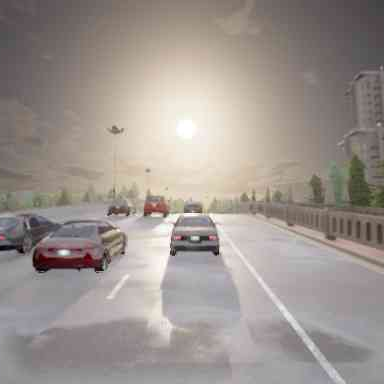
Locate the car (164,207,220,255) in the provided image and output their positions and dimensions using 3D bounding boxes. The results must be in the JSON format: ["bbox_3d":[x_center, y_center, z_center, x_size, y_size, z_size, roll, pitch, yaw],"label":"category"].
[{"bbox_3d":[0.100,1.571,13.415,2.033,1.411,5.357,0,0,0],"label":"car"}]

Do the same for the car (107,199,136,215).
[{"bbox_3d":[-6.899,1.503,33.127,2.097,1.767,4.553,0,-2,0],"label":"car"}]

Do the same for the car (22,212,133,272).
[{"bbox_3d":[-3.399,1.583,10.831,1.994,1.385,4.181,0,0,0],"label":"car"}]

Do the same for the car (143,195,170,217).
[{"bbox_3d":[-3.399,1.355,32.500,2.150,2.045,5.566,0,-1,0],"label":"car"}]

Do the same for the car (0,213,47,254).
[{"bbox_3d":[-6.899,1.571,13.461,2.033,1.411,5.357,0,0,0],"label":"car"}]

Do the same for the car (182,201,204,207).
[{"bbox_3d":[0.101,1.664,33.439,1.837,1.490,4.892,0,-2,0],"label":"car"}]
